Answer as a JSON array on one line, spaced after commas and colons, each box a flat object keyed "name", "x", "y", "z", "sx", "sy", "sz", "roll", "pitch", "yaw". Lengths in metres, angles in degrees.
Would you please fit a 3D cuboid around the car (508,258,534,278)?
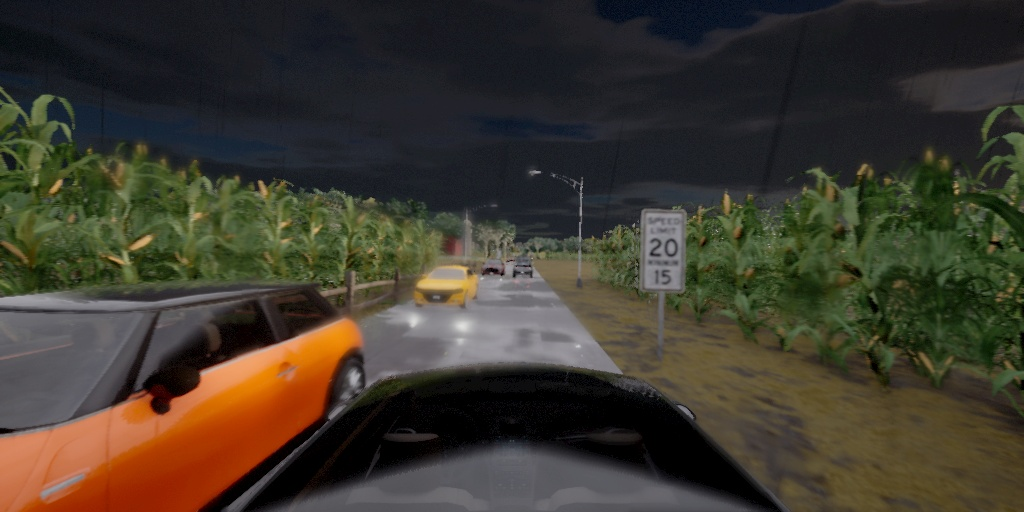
[{"name": "car", "x": 1.055, "y": 1.236, "z": 34.269, "sx": 2.128, "sy": 1.511, "sz": 4.902, "roll": 2, "pitch": 0, "yaw": 3}]

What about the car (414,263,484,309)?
[{"name": "car", "x": -2.493, "y": 1.148, "z": 14.714, "sx": 1.882, "sy": 1.535, "sz": 5.008, "roll": 2, "pitch": 0, "yaw": 2}]

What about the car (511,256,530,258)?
[{"name": "car", "x": 1.442, "y": 0.960, "z": 46.401, "sx": 2.150, "sy": 2.045, "sz": 5.566, "roll": 2, "pitch": 1, "yaw": 2}]

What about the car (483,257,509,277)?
[{"name": "car", "x": -1.757, "y": 1.018, "z": 34.890, "sx": 2.097, "sy": 1.767, "sz": 4.553, "roll": 2, "pitch": 0, "yaw": 2}]

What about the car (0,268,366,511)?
[{"name": "car", "x": -2.946, "y": 1.021, "z": 2.594, "sx": 2.097, "sy": 1.767, "sz": 4.553, "roll": 2, "pitch": 0, "yaw": 3}]
